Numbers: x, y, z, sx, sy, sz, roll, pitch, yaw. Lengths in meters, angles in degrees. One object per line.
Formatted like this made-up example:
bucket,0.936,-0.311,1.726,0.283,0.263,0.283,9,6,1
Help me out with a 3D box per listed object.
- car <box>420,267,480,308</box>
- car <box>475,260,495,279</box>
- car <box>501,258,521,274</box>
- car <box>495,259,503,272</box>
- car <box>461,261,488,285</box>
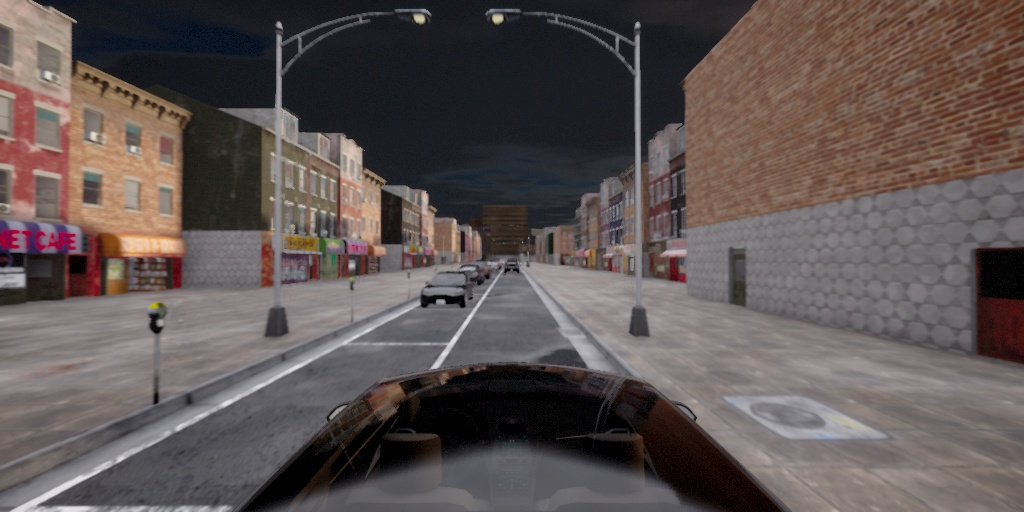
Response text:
car,-2.644,1.340,15.461,1.948,1.339,4.313,0,0,0
car,-3.006,1.179,33.143,2.097,1.767,4.553,0,0,0
car,-0.006,1.393,44.617,1.837,1.490,4.892,0,0,0
car,-2.664,1.442,48.423,2.007,1.370,4.403,0,0,0
car,-3.037,1.328,26.172,1.812,1.442,4.674,0,0,0
